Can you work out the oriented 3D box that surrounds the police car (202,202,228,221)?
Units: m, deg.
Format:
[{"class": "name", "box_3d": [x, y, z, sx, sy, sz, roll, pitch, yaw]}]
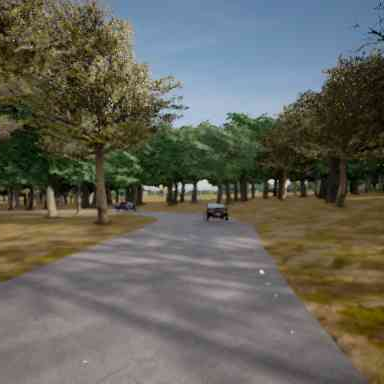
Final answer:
[{"class": "police car", "box_3d": [2.039, 1.677, 29.946, 1.930, 1.638, 5.238, 0, -2, -3]}]

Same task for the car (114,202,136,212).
[{"class": "car", "box_3d": [-11.689, 2.441, 57.609, 2.097, 1.767, 4.553, 0, -1, -44]}]
